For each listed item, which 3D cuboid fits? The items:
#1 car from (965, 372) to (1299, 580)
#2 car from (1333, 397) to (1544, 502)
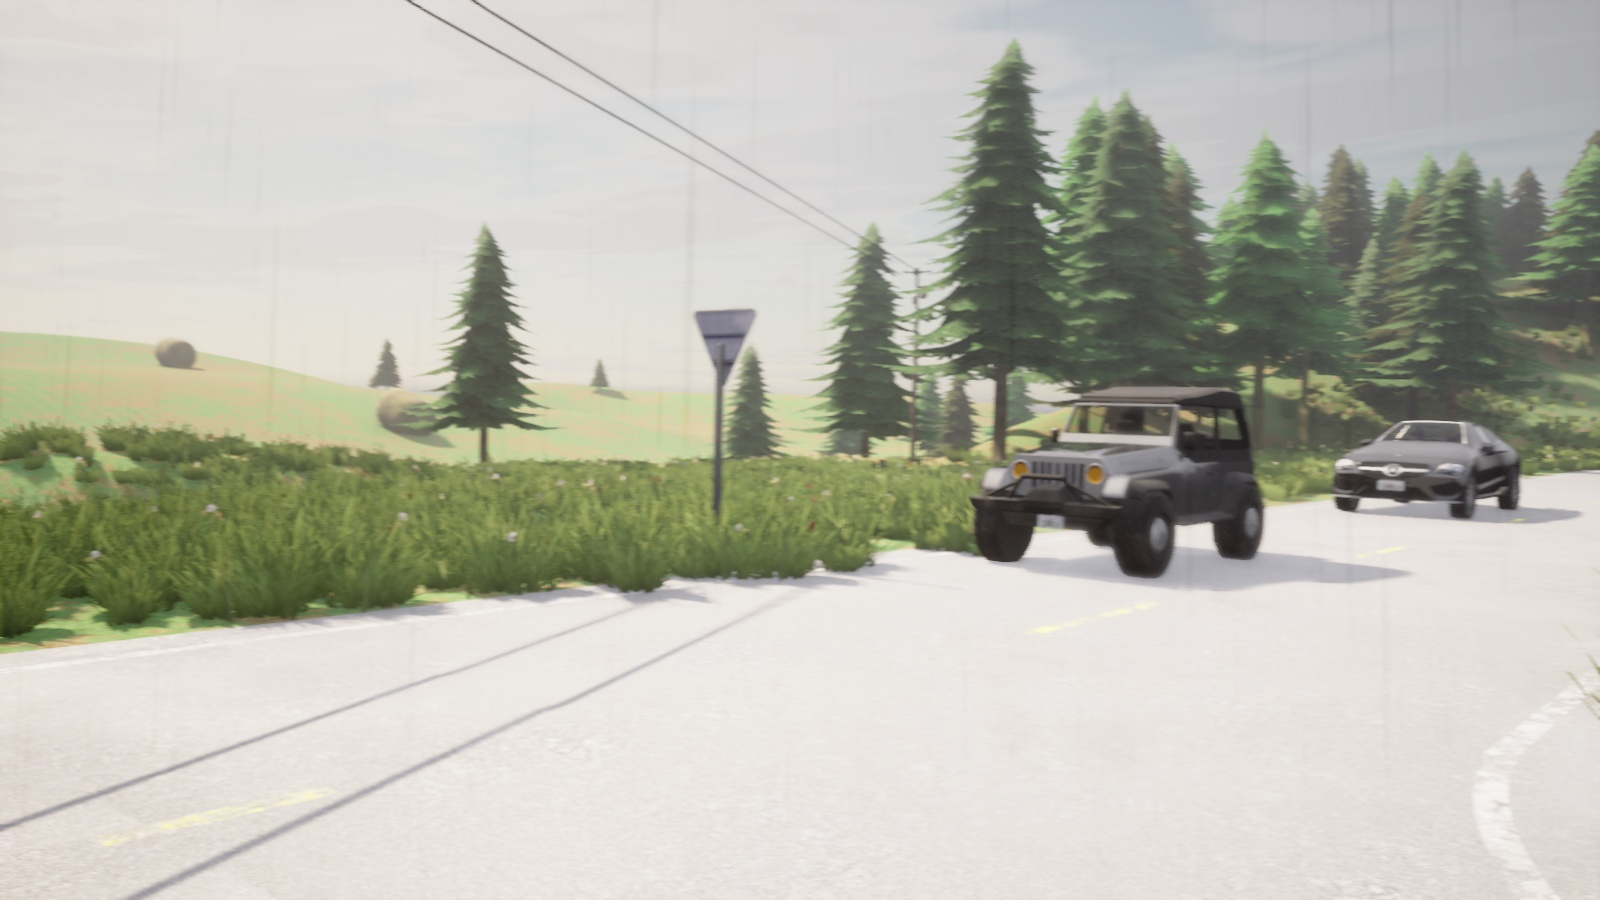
[{"bbox_3d":[3.651,0.175,13.396,1.905,1.878,3.866,2,2,41],"label":"car"},{"bbox_3d":[11.470,-0.087,22.364,2.152,1.651,5.027,2,2,41],"label":"car"}]
